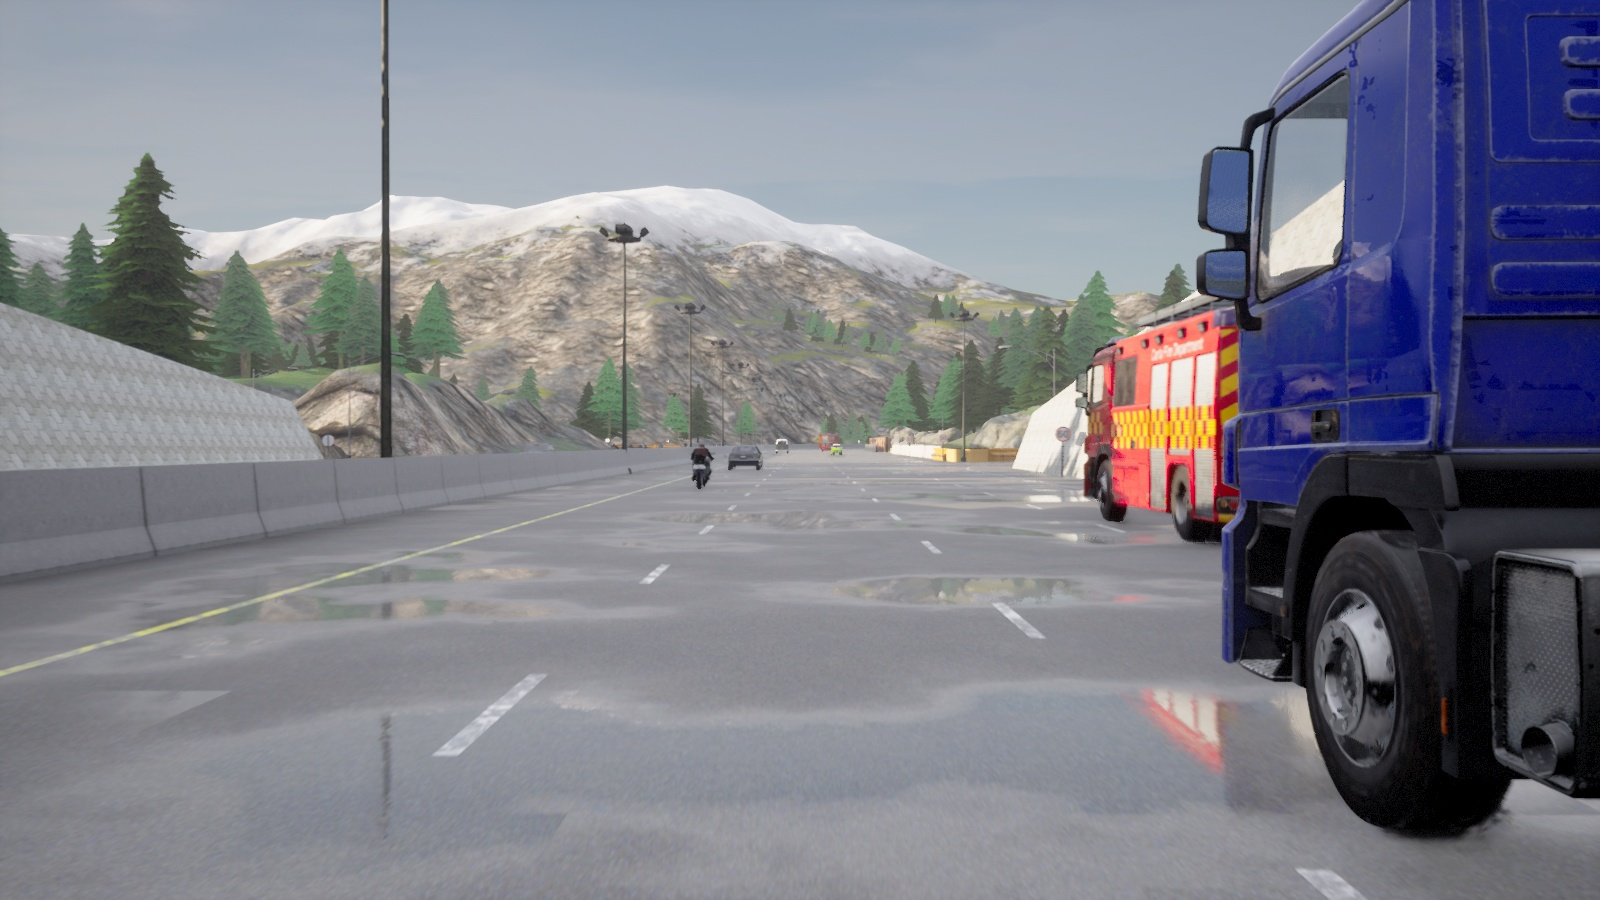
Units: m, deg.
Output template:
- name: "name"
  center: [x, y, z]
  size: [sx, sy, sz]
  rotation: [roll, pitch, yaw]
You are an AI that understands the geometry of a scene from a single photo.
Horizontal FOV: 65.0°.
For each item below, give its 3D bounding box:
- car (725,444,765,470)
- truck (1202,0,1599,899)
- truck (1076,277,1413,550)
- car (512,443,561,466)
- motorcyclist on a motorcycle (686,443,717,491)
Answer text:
- name: "car"
  center: [-3.068, 0.390, 71.256]
  size: [2.033, 1.411, 5.357]
  rotation: [0, 0, 0]
- name: "truck"
  center: [3.531, -0.247, 2.591]
  size: [2.891, 3.462, 7.936]
  rotation: [0, 0, 0]
- name: "truck"
  center: [7.144, -0.535, 21.803]
  size: [2.891, 3.827, 8.468]
  rotation: [0, 0, 0]
- name: "car"
  center: [-17.010, 0.274, 81.281]
  size: [2.163, 1.488, 4.792]
  rotation: [0, 0, 0]
- name: "motorcyclist on a motorcycle"
  center: [-3.242, 0.545, 41.524]
  size: [0.866, 1.530, 2.191]
  rotation: [0, 0, 0]
